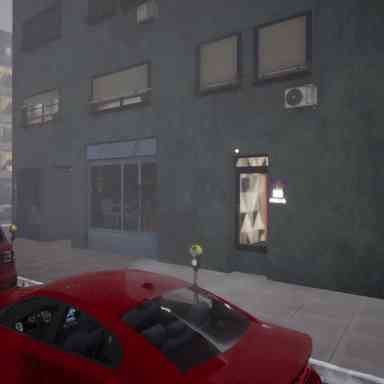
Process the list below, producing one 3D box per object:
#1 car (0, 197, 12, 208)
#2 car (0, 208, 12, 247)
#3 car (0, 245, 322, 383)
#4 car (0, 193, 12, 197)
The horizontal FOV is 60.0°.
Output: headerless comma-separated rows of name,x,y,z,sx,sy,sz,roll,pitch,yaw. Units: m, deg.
car,-17.666,1.368,28.598,1.895,1.301,4.718,1,1,34
car,-5.546,1.314,6.742,5.009,1.841,2.192,0,0,35
car,-1.018,1.544,3.571,4.507,1.381,1.887,0,0,35
car,-18.566,1.031,31.833,2.192,1.841,5.009,2,2,35
